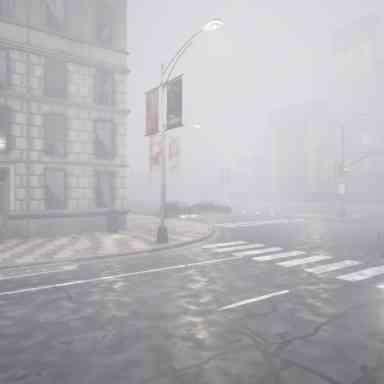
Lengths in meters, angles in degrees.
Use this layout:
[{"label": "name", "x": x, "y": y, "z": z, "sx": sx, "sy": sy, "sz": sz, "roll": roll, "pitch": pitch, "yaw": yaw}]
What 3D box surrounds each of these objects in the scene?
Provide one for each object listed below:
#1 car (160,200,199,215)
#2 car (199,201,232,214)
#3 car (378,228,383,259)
[{"label": "car", "x": -1.578, "y": 1.563, "z": 34.067, "sx": 1.994, "sy": 1.385, "sz": 4.181, "roll": 0, "pitch": 0, "yaw": -36}, {"label": "car", "x": 2.082, "y": 1.601, "z": 34.965, "sx": 1.895, "sy": 1.301, "sz": 4.718, "roll": 0, "pitch": 0, "yaw": -36}, {"label": "car", "x": 7.056, "y": 1.564, "z": 10.387, "sx": 1.994, "sy": 1.385, "sz": 4.181, "roll": 0, "pitch": 0, "yaw": 24}]
